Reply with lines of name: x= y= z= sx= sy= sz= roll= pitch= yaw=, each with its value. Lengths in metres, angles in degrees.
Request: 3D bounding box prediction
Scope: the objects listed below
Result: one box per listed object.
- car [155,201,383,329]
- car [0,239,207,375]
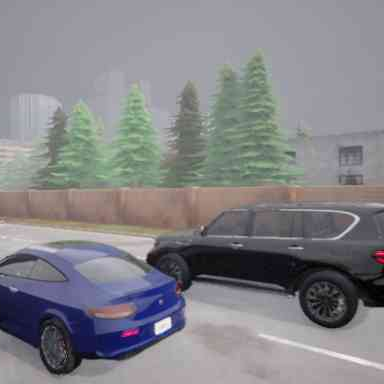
car: x=1.543 y=1.233 z=7.191 sx=5.566 sy=2.045 sz=2.150 roll=-1 pitch=-1 yaw=35
car: x=-2.245 y=1.557 z=5.592 sx=4.674 sy=1.442 sz=1.812 roll=0 pitch=0 yaw=36
